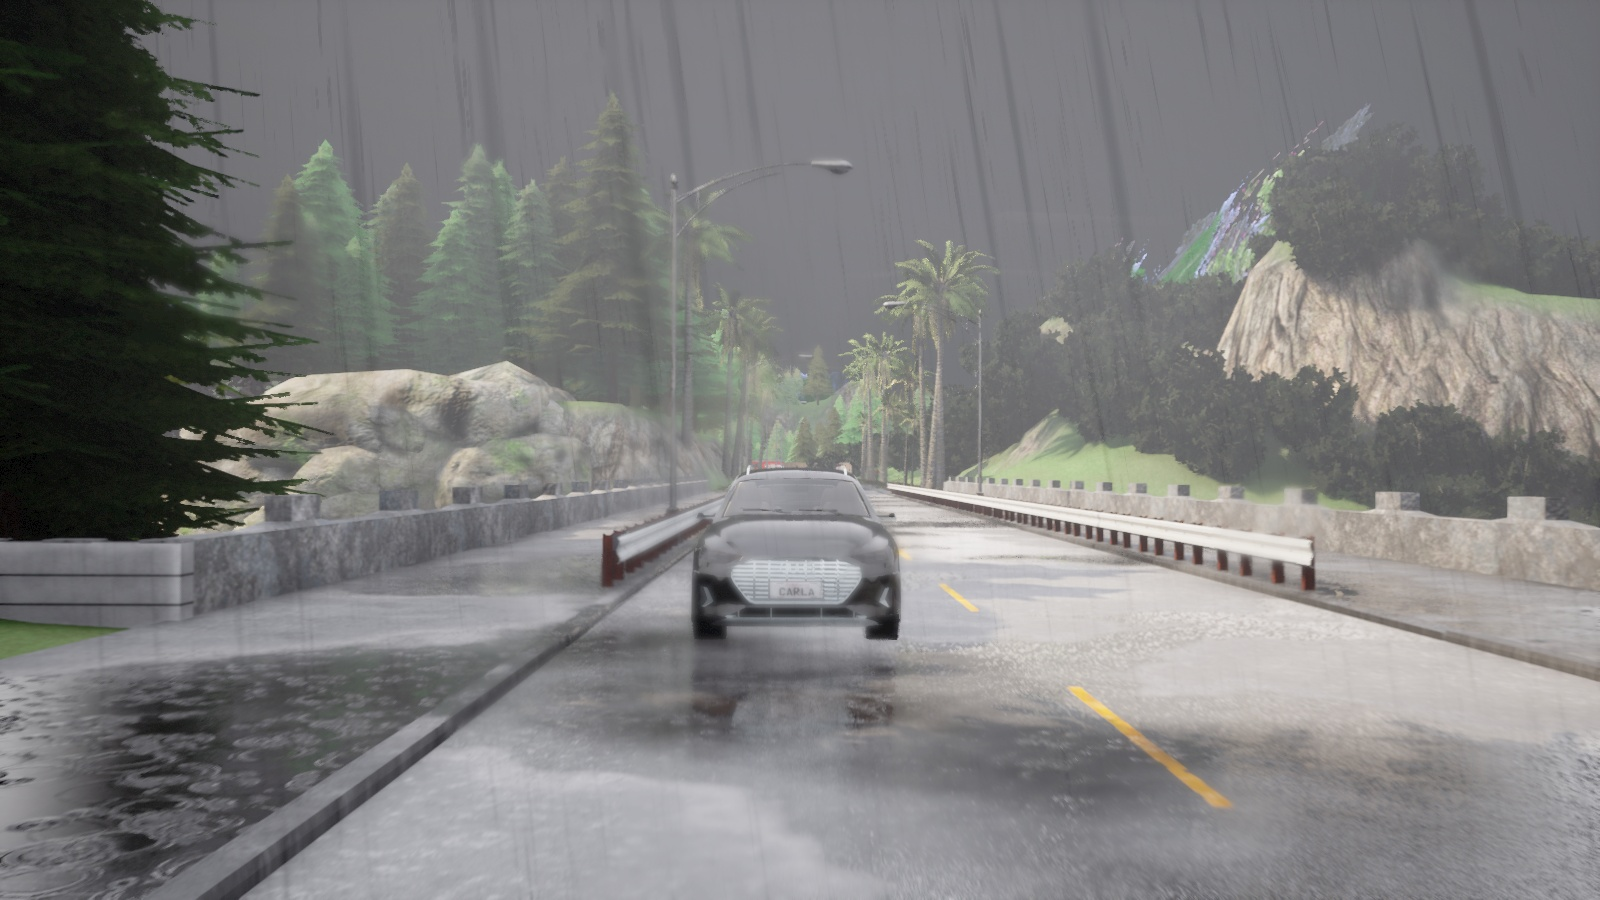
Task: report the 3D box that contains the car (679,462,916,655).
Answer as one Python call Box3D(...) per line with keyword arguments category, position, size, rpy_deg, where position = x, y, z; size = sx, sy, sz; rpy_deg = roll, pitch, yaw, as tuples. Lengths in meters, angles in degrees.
Box3D(category="car", position=(-0.029, 0.966, 13.202), size=(2.033, 1.649, 4.856), rpy_deg=(0, -1, 0))
